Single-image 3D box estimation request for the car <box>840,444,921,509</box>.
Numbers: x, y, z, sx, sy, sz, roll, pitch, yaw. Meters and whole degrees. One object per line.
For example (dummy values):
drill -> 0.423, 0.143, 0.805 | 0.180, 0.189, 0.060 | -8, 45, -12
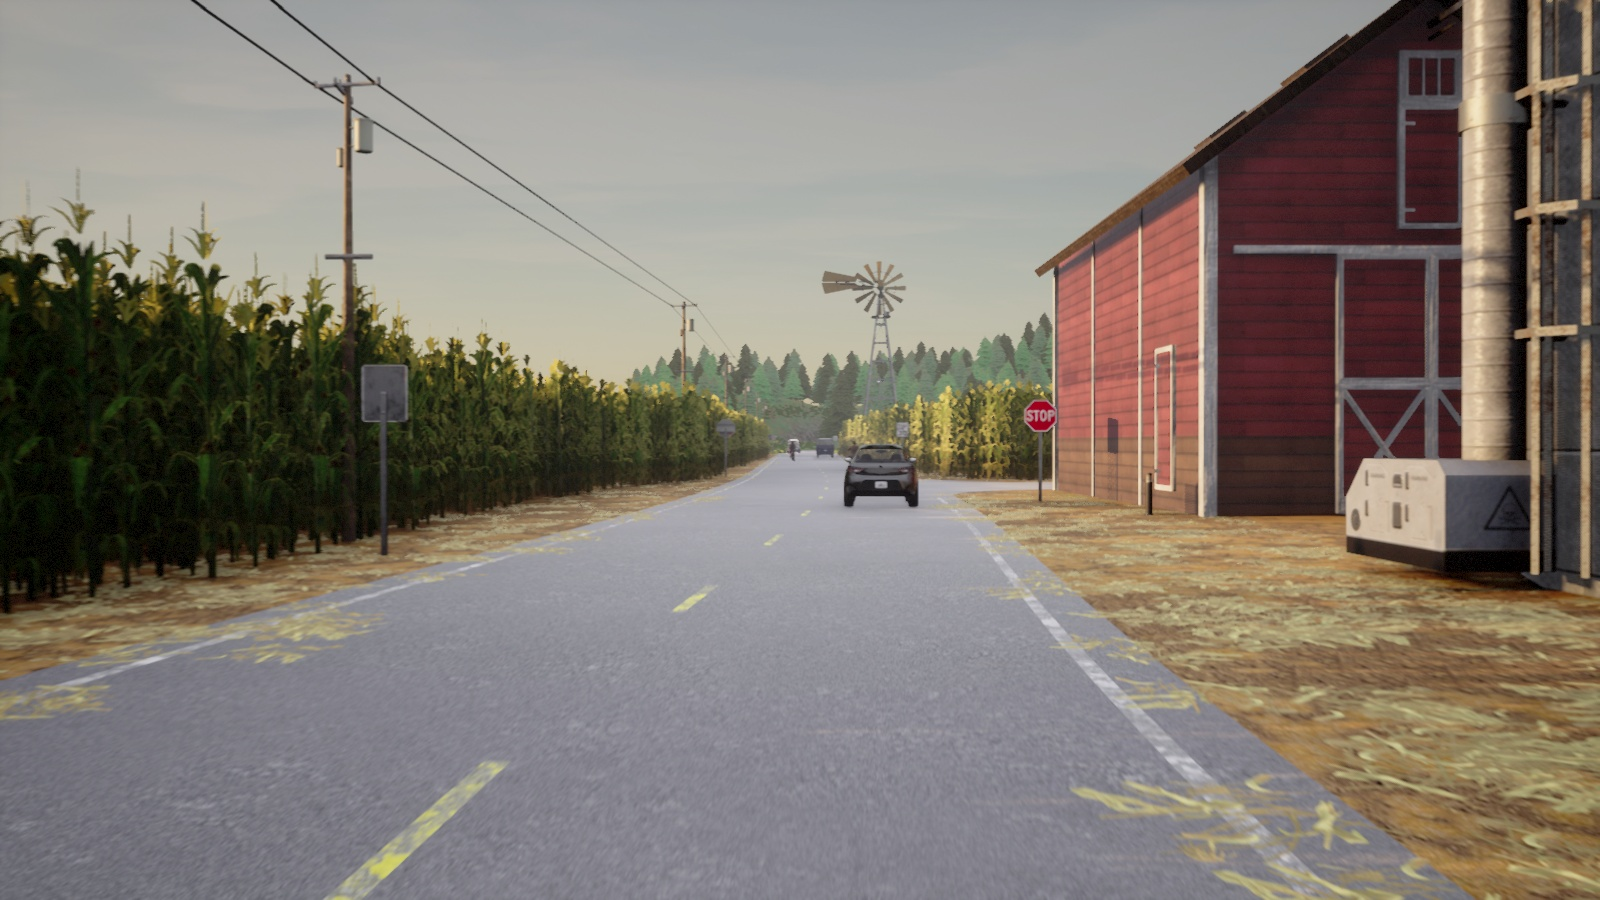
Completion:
car -> 1.945, 0.590, 30.524 | 1.816, 1.474, 4.193 | 0, 0, 3
